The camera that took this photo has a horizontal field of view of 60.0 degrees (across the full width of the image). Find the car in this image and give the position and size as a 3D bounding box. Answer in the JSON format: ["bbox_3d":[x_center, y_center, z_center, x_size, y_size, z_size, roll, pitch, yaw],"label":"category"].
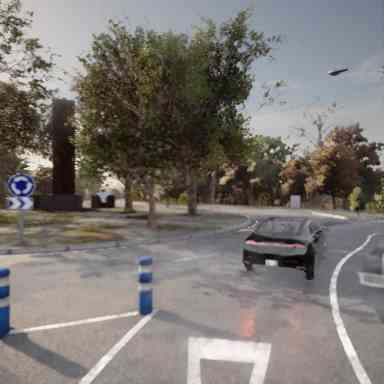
[{"bbox_3d":[3.031,1.503,10.284,2.128,1.511,4.902,0,0,27],"label":"car"}]
